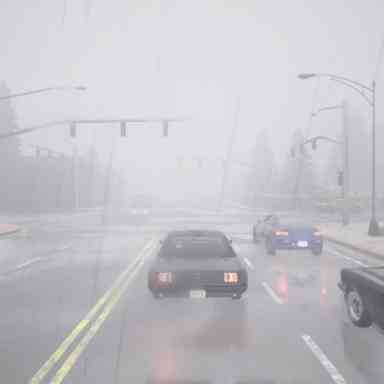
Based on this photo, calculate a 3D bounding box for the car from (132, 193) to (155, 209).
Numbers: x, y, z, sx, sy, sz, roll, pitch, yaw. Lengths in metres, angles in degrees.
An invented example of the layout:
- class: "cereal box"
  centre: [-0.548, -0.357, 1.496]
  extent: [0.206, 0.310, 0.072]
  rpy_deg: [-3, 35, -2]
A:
- class: "car"
  centre: [-6.896, 1.221, 46.320]
  extent: [2.150, 2.045, 5.566]
  rpy_deg: [0, 0, 0]

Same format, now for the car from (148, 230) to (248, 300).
- class: "car"
  centre: [0.097, 1.601, 8.361]
  extent: [1.895, 1.301, 4.718]
  rpy_deg: [0, 0, 0]

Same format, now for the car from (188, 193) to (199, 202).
- class: "car"
  centre: [0.306, 1.225, 74.932]
  extent: [2.150, 2.045, 5.566]
  rpy_deg: [0, 0, 0]

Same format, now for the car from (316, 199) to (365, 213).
- class: "car"
  centre: [16.069, 1.478, 36.137]
  extent: [5.008, 1.535, 1.882]
  rpy_deg: [0, 0, 0]

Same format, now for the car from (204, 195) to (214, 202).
- class: "car"
  centre: [3.810, 1.355, 75.038]
  extent: [2.097, 1.767, 4.553]
  rpy_deg: [0, 0, 0]

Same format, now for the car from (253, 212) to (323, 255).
- class: "car"
  centre: [3.633, 1.526, 13.153]
  extent: [1.812, 1.442, 4.674]
  rpy_deg: [0, 0, 0]

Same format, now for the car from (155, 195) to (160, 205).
- class: "car"
  centre: [-6.831, 1.351, 58.617]
  extent: [2.097, 1.767, 4.553]
  rpy_deg: [0, 0, 1]

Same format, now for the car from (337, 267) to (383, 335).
- class: "car"
  centre: [3.612, 1.601, 4.050]
  extent: [1.895, 1.301, 4.718]
  rpy_deg: [0, 0, 0]
